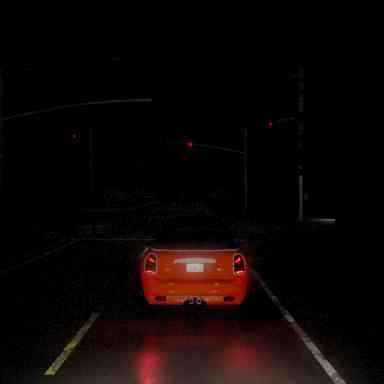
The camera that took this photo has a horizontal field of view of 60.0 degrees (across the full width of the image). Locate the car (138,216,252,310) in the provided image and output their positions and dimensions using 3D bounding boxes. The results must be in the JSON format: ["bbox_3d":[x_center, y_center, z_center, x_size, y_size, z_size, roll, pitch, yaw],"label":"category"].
[{"bbox_3d":[0.058,1.352,7.985,2.097,1.767,4.553,0,0,0],"label":"car"}]
